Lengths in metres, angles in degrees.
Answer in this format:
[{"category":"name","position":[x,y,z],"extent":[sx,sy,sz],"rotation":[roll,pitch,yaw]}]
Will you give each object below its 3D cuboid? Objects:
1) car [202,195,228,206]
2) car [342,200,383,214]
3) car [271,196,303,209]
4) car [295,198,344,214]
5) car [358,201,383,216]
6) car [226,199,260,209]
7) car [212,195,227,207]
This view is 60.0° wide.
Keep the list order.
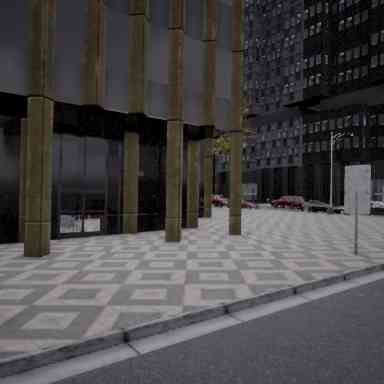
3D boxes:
[{"category":"car","position":[4.193,1.511,61.253],"extent":[2.192,1.841,5.009],"rotation":[1,-1,-35]},{"category":"car","position":[20.134,1.708,38.767],"extent":[2.008,1.369,4.403],"rotation":[1,-1,-35]},{"category":"car","position":[13.760,1.487,47.763],"extent":[2.192,1.841,5.009],"rotation":[1,-1,-35]},{"category":"car","position":[13.186,1.539,33.829],"extent":[1.947,1.339,4.313],"rotation":[1,-1,-35]},{"category":"car","position":[16.376,1.517,29.332],"extent":[2.008,1.369,4.403],"rotation":[1,-1,-35]},{"category":"car","position":[6.807,1.570,42.823],"extent":[1.802,1.307,4.206],"rotation":[1,-1,-35]},{"category":"car","position":[3.622,1.311,47.323],"extent":[2.192,1.841,5.009],"rotation":[1,-1,-35]}]
